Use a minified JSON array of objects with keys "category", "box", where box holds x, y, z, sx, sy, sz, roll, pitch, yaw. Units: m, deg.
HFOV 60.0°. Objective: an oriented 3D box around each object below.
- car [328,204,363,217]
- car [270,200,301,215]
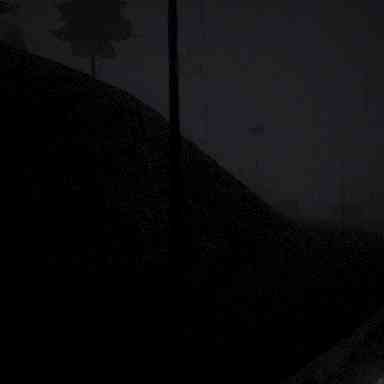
[{"category":"car","box":[17.851,2.125,38.957,2.128,1.511,4.902,-1,-1,-7]},{"category":"car","box":[13.072,2.130,46.744,2.150,2.045,5.566,0,-2,-14]}]
